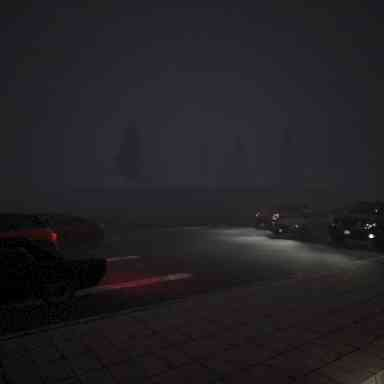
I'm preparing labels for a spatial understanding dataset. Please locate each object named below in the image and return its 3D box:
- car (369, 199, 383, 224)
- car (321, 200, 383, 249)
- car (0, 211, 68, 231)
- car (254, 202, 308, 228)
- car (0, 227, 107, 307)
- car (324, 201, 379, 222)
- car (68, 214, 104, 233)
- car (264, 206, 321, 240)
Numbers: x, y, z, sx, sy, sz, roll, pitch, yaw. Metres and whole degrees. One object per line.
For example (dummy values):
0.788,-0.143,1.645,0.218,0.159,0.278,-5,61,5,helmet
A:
15.295,1.386,24.604,4.553,1.767,2.097,1,0,-35,car
8.903,1.415,15.838,5.566,2.045,2.150,1,-1,-35,car
-6.223,1.355,9.368,4.553,1.767,2.097,1,0,-35,car
6.336,1.564,22.597,4.553,1.767,2.097,1,0,-35,car
-4.234,1.603,6.489,4.718,1.301,1.895,1,0,-36,car
13.238,1.508,27.435,5.008,1.535,1.882,1,0,-35,car
-5.833,1.601,13.942,4.181,1.385,1.994,1,0,-35,car
6.439,1.711,18.382,4.674,1.442,1.812,1,0,-35,car
